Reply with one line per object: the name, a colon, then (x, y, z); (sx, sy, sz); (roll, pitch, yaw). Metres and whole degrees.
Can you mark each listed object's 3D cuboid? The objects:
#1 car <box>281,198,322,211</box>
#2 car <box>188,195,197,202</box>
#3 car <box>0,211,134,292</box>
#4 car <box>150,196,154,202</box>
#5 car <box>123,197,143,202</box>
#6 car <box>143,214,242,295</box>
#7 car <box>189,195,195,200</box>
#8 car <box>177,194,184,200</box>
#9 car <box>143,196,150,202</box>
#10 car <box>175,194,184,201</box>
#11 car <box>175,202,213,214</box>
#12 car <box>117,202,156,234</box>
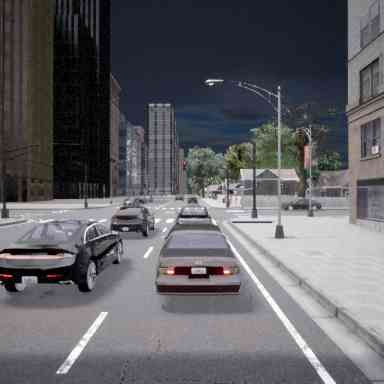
car: (13.303, 1.554, 40.768); (4.892, 1.490, 1.837); (0, -1, 0)
car: (0.127, 1.498, 66.346); (1.837, 1.490, 4.892); (0, 0, 0)
car: (-3.147, 1.492, 8.889); (2.128, 1.511, 4.902); (0, 0, 0)
car: (-9.713, 1.517, 73.264); (1.812, 1.442, 4.674); (0, 0, 0)
car: (-9.799, 1.487, 53.832); (2.128, 1.511, 4.902); (0, 0, 1)
car: (0.095, 1.545, 8.818); (2.033, 1.411, 5.357); (0, 0, -1)
car: (0.048, 1.526, 94.398); (1.812, 1.442, 4.674); (0, 0, 0)
car: (-3.202, 1.311, 93.991); (1.882, 1.535, 5.008); (0, 0, 0)
car: (-9.761, 1.595, 63.152); (1.895, 1.301, 4.718); (0, 0, 1)
car: (-3.207, 1.342, 83.957); (2.097, 1.767, 4.553); (0, 0, 0)
car: (0.107, 1.491, 17.872); (2.128, 1.511, 4.902); (0, 0, 0)
car: (-3.141, 1.504, 18.149); (1.837, 1.490, 4.892); (0, 0, 0)
